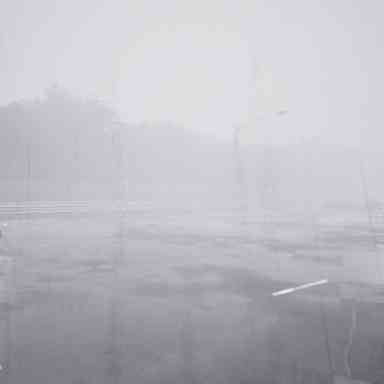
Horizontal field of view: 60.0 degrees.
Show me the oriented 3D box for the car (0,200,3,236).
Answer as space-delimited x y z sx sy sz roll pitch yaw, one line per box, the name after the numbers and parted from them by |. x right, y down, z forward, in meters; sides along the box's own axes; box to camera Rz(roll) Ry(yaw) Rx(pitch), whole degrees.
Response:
-11.997 1.319 16.250 4.553 1.767 2.097 0 0 -37 | car

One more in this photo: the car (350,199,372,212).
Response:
22.871 1.685 42.585 4.902 1.511 2.128 0 0 -37 | car

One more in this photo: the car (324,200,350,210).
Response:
19.818 1.733 44.652 4.718 1.301 1.895 2 0 -37 | car

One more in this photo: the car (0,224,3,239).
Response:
-10.182 1.330 13.237 4.553 1.767 2.097 0 0 -37 | car

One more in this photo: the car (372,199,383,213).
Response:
23.448 1.684 38.636 4.902 1.511 2.128 0 0 -37 | car
